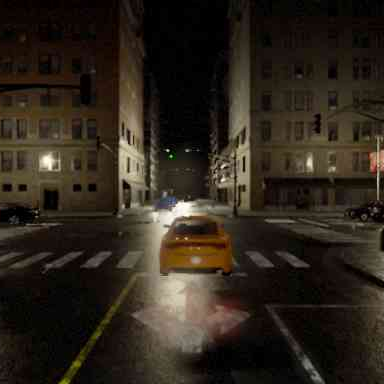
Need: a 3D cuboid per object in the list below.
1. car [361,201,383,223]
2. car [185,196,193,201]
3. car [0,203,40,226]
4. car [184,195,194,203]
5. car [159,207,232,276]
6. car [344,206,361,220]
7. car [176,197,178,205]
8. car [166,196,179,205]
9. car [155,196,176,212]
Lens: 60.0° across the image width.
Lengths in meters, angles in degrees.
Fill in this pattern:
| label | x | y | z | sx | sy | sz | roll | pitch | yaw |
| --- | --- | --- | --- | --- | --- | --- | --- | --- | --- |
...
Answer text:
| label | x | y | z | sx | sy | sz | roll | pitch | yaw |
| --- | --- | --- | --- | --- | --- | --- | --- | --- | --- |
| car | 15.277 | 1.192 | 23.150 | 5.566 | 2.045 | 2.150 | 0 | 0 | -1 |
| car | -0.709 | 1.552 | 79.688 | 1.895 | 1.301 | 4.718 | 0 | 0 | -1 |
| car | -12.925 | 1.489 | 22.637 | 4.902 | 1.511 | 2.128 | 0 | 0 | 3 |
| car | -0.579 | 1.312 | 69.907 | 2.097 | 1.767 | 4.553 | 0 | 0 | -1 |
| car | 0.098 | 1.463 | 10.404 | 1.882 | 1.535 | 5.008 | 0 | 0 | 0 |
| car | 14.649 | 1.486 | 26.392 | 4.892 | 1.490 | 1.837 | 0 | 0 | -1 |
| car | -3.385 | 1.441 | 49.569 | 1.882 | 1.535 | 5.008 | 0 | 0 | 0 |
| car | -3.449 | 1.506 | 60.158 | 2.033 | 1.411 | 5.357 | 0 | 0 | -1 |
| car | -3.265 | 1.448 | 39.386 | 1.882 | 1.535 | 5.008 | 0 | 0 | -1 |
